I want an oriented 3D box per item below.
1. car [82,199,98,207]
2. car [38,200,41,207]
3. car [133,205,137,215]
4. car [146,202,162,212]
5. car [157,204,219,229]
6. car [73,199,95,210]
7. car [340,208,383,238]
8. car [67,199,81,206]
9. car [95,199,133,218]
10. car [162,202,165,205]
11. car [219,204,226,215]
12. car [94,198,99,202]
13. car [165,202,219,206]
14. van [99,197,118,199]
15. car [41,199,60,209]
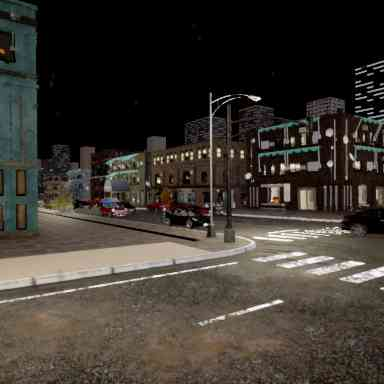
[{"bbox_3d":[-20.644,2.228,67.132,1.887,1.381,4.507,-1,0,-35],"label":"car"},{"bbox_3d":[-30.681,2.376,66.803,2.008,1.369,4.403,-1,0,-35],"label":"car"},{"bbox_3d":[-8.258,1.926,39.657,1.837,1.490,4.892,-1,0,-35],"label":"car"},{"bbox_3d":[-4.644,1.966,44.549,1.802,1.307,4.206,-1,0,-35],"label":"car"},{"bbox_3d":[-0.360,1.815,23.794,1.947,1.339,4.313,-1,0,-35],"label":"car"},{"bbox_3d":[-17.418,2.123,52.742,1.812,1.442,4.674,-1,0,-35],"label":"car"},{"bbox_3d":[9.818,1.529,16.330,4.674,1.442,1.812,-1,0,38],"label":"car"},{"bbox_3d":[-27.044,2.364,76.166,1.947,1.339,4.313,-1,0,-35],"label":"car"},{"bbox_3d":[-8.285,1.846,35.187,1.967,1.590,4.097,-1,0,-35],"label":"car"},{"bbox_3d":[-1.445,1.904,40.034,1.802,1.307,4.206,-2,0,-35],"label":"car"},{"bbox_3d":[1.754,1.810,35.517,2.008,1.369,4.403,-2,0,-35],"label":"car"},{"bbox_3d":[-17.450,1.940,62.615,2.192,1.841,5.009,-1,0,-35],"label":"car"},{"bbox_3d":[-0.121,1.786,28.168,1.812,1.442,4.674,-1,0,-35],"label":"car"},{"bbox_3d":[-14.250,1.907,58.099,1.690,1.788,3.998,-1,0,-35],"label":"van"},{"bbox_3d":[-24.183,2.233,57.631,1.752,1.417,4.829,-1,0,-35],"label":"car"}]
